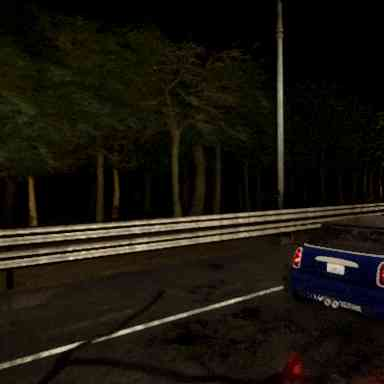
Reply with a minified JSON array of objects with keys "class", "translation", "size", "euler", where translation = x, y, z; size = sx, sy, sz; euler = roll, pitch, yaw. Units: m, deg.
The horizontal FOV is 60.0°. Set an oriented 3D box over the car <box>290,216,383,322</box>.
[{"class":"car","translation":[4.080,1.257,6.745],"size":[4.553,1.767,2.097],"euler":[-1,1,-36]}]
